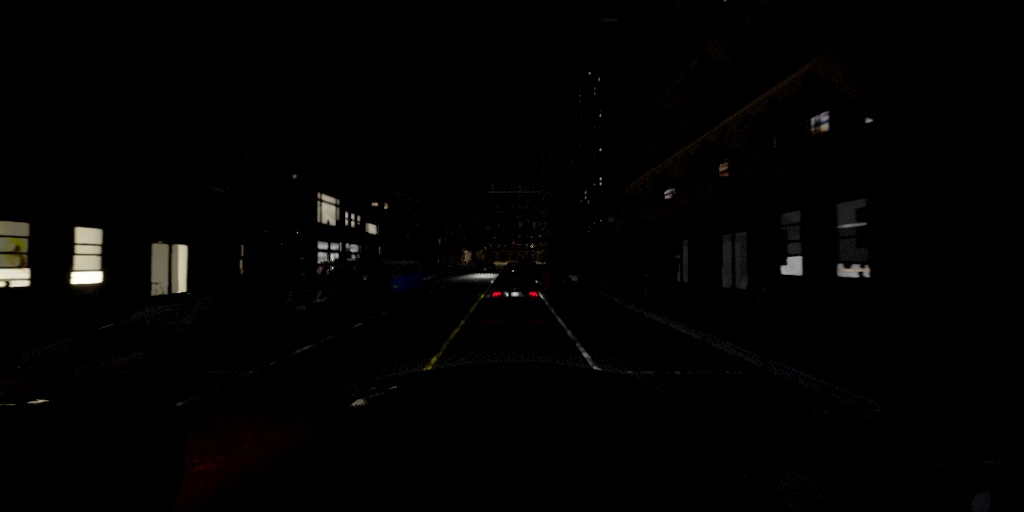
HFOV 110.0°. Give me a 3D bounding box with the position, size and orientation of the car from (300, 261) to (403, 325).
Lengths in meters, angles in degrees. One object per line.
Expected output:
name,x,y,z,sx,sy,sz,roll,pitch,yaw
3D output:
car,-5.675,1.086,12.164,2.192,1.841,5.009,0,0,0

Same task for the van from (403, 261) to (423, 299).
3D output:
van,-5.659,1.124,17.850,1.690,1.789,3.998,0,0,0

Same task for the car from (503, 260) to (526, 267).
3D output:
car,0.102,1.385,35.438,1.994,1.385,4.181,0,0,0

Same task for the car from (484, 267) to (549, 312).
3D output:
car,0.102,1.323,14.399,2.033,1.411,5.357,0,0,0

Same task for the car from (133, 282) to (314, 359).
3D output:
car,-5.696,1.341,6.477,1.802,1.307,4.207,0,0,0

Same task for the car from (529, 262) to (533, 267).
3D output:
car,2.693,1.373,29.284,1.948,1.339,4.313,0,0,0

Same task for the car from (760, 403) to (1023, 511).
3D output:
car,2.692,1.294,0.851,1.888,1.381,4.507,0,0,0

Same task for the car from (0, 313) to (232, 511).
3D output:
car,-3.100,1.225,0.234,1.882,1.535,5.008,0,0,0

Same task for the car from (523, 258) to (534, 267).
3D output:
car,2.693,1.410,52.030,2.007,1.370,4.403,0,0,0

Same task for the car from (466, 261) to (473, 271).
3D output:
car,-5.654,1.384,51.802,1.751,1.417,4.829,0,0,0

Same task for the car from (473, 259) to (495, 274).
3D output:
car,-3.083,1.331,43.762,2.128,1.511,4.902,0,0,0

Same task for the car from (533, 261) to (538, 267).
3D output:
car,2.693,1.235,23.597,1.967,1.591,4.097,0,0,0

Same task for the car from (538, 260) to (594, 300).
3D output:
car,2.693,1.098,17.910,2.192,1.841,5.009,0,0,0
